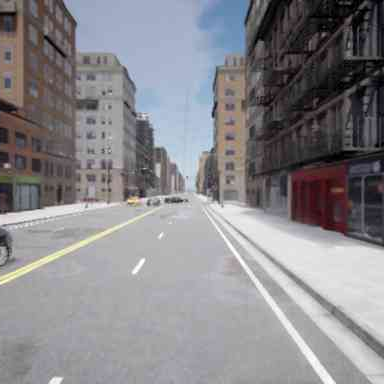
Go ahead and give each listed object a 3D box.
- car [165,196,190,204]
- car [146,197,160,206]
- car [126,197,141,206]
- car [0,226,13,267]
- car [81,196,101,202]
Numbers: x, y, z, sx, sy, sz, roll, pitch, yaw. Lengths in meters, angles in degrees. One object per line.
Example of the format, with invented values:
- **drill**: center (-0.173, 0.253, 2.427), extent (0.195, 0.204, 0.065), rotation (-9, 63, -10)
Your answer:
- **car**: center (-2.840, 1.648, 65.043), extent (4.892, 1.490, 1.837), rotation (0, 0, -1)
- **car**: center (-6.493, 1.631, 55.962), extent (2.128, 1.511, 4.902), rotation (0, 0, 0)
- **car**: center (-9.744, 1.601, 55.848), extent (1.882, 1.535, 5.008), rotation (0, 0, 0)
- **car**: center (-6.598, 1.525, 8.641), extent (1.837, 1.490, 4.892), rotation (0, 0, 0)
- **car**: center (-21.511, 1.495, 70.648), extent (4.206, 1.307, 1.802), rotation (1, 0, 0)
